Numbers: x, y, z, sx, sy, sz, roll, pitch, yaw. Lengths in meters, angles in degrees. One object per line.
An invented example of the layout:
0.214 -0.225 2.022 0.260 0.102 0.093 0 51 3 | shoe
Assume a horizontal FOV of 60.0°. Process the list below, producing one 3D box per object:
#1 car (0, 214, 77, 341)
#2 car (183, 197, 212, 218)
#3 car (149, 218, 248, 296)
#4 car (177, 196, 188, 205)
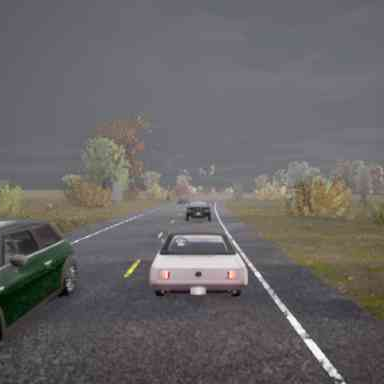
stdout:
-3.588 1.334 5.455 2.097 1.767 4.553 0 0 0 | car
0.529 1.392 26.187 1.882 1.535 5.008 0 0 2 | car
0.131 1.573 8.498 1.895 1.301 4.718 0 0 0 | car
-1.330 1.375 55.782 2.033 1.411 5.357 0 0 5 | car
